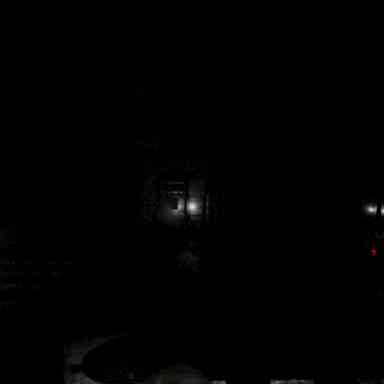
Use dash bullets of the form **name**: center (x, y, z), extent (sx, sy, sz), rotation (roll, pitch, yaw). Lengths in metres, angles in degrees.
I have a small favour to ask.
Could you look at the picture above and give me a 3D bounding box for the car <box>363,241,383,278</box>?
- **car**: center (6.644, 1.418, 7.069), extent (5.357, 1.411, 2.033), rotation (0, 1, -1)
